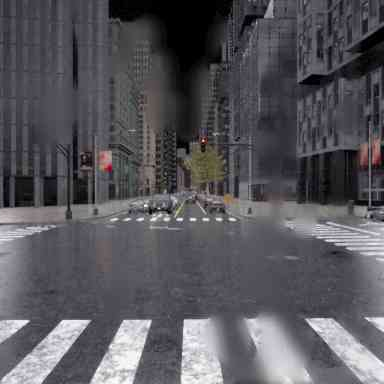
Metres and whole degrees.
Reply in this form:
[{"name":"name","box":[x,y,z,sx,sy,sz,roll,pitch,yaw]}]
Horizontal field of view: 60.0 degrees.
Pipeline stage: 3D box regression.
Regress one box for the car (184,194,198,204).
[{"name":"car","box":[-0.287,1.543,65.595,1.812,1.442,4.674,0,0,0]}]

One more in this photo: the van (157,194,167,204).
[{"name":"van","box":[-6.059,1.360,66.767,1.690,1.788,3.998,0,0,0]}]

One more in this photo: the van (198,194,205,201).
[{"name":"van","box":[2.356,1.372,83.790,1.690,1.788,3.998,0,0,0]}]

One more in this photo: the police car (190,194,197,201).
[{"name":"police car","box":[0.452,1.463,90.604,1.930,1.638,5.238,0,0,0]}]

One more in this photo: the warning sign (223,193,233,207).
[{"name":"warning sign","box":[4.912,1.123,45.519,1.300,1.860,1.060,0,0,0]}]

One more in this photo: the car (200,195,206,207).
[{"name":"car","box":[2.592,1.553,47.318,1.887,1.381,4.507,0,0,0]}]

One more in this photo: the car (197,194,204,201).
[{"name":"car","box":[2.493,1.566,62.634,2.008,1.369,4.403,0,0,0]}]

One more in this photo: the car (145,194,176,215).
[{"name":"car","box":[-3.183,1.226,34.690,2.150,2.045,5.566,0,0,0]}]

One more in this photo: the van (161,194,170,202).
[{"name":"van","box":[-6.129,1.367,77.594,1.690,1.788,3.998,0,0,0]}]

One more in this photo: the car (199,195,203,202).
[{"name":"car","box":[2.557,1.561,52.762,2.008,1.369,4.403,0,0,0]}]

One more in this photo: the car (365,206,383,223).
[{"name":"car","box":[13.588,1.215,20.992,4.902,1.511,2.128,-1,0,0]}]

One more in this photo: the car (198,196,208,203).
[{"name":"car","box":[2.425,1.589,73.213,1.947,1.339,4.313,0,0,0]}]

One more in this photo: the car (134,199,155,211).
[{"name":"car","box":[-5.895,1.557,41.370,2.008,1.369,4.403,0,0,0]}]

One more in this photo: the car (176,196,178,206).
[{"name":"car","box":[-3.247,1.608,44.642,1.895,1.301,4.718,0,0,0]}]

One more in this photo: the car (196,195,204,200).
[{"name":"car","box":[2.289,1.592,94.367,2.008,1.369,4.403,0,0,0]}]

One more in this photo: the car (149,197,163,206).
[{"name":"car","box":[-5.989,1.578,55.941,1.947,1.339,4.313,0,0,0]}]

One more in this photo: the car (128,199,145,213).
[{"name":"car","box":[-5.863,1.556,36.377,2.008,1.369,4.403,0,0,0]}]

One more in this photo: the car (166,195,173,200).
[{"name":"car","box":[-6.233,1.623,93.832,1.802,1.307,4.206,0,0,0]}]

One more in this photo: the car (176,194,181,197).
[{"name":"car","box":[-3.301,1.537,54.683,1.812,1.442,4.674,0,0,0]}]

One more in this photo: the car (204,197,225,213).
[{"name":"car","box":[2.662,1.555,36.429,2.008,1.369,4.403,0,0,0]}]

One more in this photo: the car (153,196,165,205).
[{"name":"car","box":[-6.023,1.540,61.184,1.752,1.417,4.829,0,0,0]}]
